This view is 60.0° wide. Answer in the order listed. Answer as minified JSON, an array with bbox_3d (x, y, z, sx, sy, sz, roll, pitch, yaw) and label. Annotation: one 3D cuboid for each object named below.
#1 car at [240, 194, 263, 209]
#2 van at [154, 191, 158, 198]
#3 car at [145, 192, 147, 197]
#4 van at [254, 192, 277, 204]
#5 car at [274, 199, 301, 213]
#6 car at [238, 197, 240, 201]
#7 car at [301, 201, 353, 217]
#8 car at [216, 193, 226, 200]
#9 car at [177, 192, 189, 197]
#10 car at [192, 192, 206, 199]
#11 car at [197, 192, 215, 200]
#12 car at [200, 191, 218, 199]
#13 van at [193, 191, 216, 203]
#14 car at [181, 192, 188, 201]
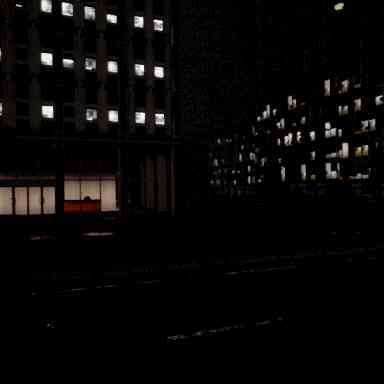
[{"bbox_3d":[8.072,1.333,40.090,1.947,1.339,4.313,0,1,-21],"label":"car"},{"bbox_3d":[-8.216,0.689,82.537,1.690,1.788,3.998,0,1,-21],"label":"van"},{"bbox_3d":[-10.258,0.735,87.841,1.967,1.590,4.097,0,1,-21],"label":"car"},{"bbox_3d":[11.857,0.872,53.722,1.690,1.788,3.998,0,1,-21],"label":"van"},{"bbox_3d":[10.060,1.400,34.765,1.802,1.307,4.206,0,1,-21],"label":"car"},{"bbox_3d":[9.816,1.061,59.029,1.802,1.307,4.206,0,1,-21],"label":"car"},{"bbox_3d":[12.086,1.435,29.453,1.947,1.339,4.313,0,1,-21],"label":"car"},{"bbox_3d":[5.732,0.956,69.637,1.802,1.307,4.206,0,1,-21],"label":"car"},{"bbox_3d":[-2.437,0.713,90.852,2.008,1.369,4.403,0,1,-21],"label":"car"},{"bbox_3d":[1.646,0.708,80.243,1.967,1.590,4.097,0,1,-21],"label":"car"},{"bbox_3d":[2.863,0.881,69.858,1.882,1.535,5.008,-1,1,-21],"label":"car"},{"bbox_3d":[3.689,0.636,74.938,2.192,1.841,5.009,0,1,-21],"label":"car"},{"bbox_3d":[1.995,0.954,56.017,1.690,1.788,3.998,0,1,-21],"label":"van"},{"bbox_3d":[-2.089,1.058,66.627,2.008,1.369,4.403,0,1,-21],"label":"car"}]
